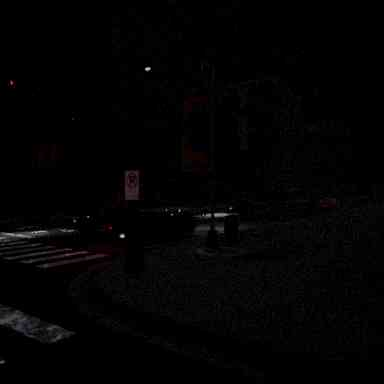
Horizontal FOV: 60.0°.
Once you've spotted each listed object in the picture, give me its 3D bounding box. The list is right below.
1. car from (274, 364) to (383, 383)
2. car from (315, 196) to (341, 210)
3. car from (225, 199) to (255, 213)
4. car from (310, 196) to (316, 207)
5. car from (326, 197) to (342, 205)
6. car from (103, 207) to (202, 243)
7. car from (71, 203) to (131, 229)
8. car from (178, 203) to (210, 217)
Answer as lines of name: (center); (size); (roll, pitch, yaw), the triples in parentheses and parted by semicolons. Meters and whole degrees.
car: (2.242, 1.551, 1.247); (4.403, 1.369, 2.008); (0, 0, 36)
car: (18.844, 1.576, 45.491); (1.882, 1.535, 5.008); (0, 0, 35)
car: (5.645, 1.548, 38.401); (2.128, 1.511, 4.902); (0, 0, 35)
car: (20.669, 1.468, 53.704); (2.097, 1.767, 4.553); (0, 0, 35)
car: (26.407, 1.670, 61.829); (1.812, 1.442, 4.674); (0, 0, 35)
car: (-1.763, 1.625, 16.327); (1.895, 1.301, 4.718); (0, 0, 35)
car: (-5.738, 1.511, 22.301); (2.128, 1.511, 4.902); (0, 0, 36)
car: (-0.380, 1.636, 29.908); (1.895, 1.301, 4.718); (0, 0, 36)
